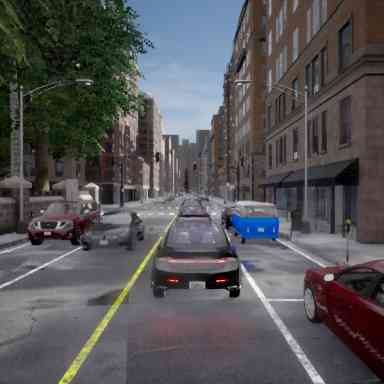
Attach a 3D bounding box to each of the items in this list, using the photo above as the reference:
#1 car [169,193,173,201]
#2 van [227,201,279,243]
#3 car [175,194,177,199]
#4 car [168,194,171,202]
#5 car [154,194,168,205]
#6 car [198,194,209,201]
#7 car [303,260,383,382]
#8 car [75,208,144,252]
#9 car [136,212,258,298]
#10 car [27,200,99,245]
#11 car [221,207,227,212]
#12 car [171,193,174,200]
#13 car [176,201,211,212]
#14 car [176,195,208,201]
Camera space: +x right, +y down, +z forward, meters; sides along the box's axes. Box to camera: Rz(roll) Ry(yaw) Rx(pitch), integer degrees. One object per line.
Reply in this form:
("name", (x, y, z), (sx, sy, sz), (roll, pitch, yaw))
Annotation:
("car", (-5.689, 1.492, 70.160), (1.887, 1.381, 4.507), (0, 0, 0))
("van", (2.850, 1.336, 15.612), (1.690, 1.788, 3.998), (0, 0, 0))
("car", (-5.694, 1.496, 86.512), (2.008, 1.369, 4.403), (0, 0, 0))
("car", (-5.688, 1.501, 64.709), (2.008, 1.369, 4.403), (0, 0, 0))
("car", (-5.686, 1.479, 59.088), (1.752, 1.417, 4.829), (0, 0, 0))
("car", (2.833, 1.386, 75.649), (1.967, 1.590, 4.097), (0, 0, 0))
("car", (2.853, 1.544, 4.291), (1.887, 1.381, 4.507), (0, 0, 0))
("car", (-3.089, 1.521, 13.994), (1.812, 1.442, 4.674), (0, 0, 0))
("car", (0.098, 1.490, 8.513), (2.128, 1.511, 4.902), (0, 0, 0))
("car", (-5.674, 1.310, 15.570), (2.192, 1.841, 5.009), (0, 0, 0))
("car", (2.849, 1.557, 21.272), (1.947, 1.339, 4.313), (0, 0, 0))
("car", (-5.691, 1.491, 75.611), (1.887, 1.381, 4.507), (0, 0, 0))
("car", (0.093, 1.485, 18.452), (2.128, 1.511, 4.902), (0, 0, 0))
("car", (-0.009, 1.338, 27.629), (2.097, 1.767, 4.553), (0, 0, 0))
